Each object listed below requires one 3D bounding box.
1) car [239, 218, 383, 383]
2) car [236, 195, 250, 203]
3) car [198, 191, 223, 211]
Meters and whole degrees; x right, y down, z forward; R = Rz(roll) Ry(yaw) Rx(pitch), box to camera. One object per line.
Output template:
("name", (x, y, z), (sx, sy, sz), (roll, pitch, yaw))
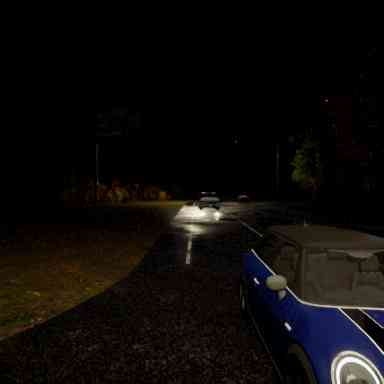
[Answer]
("car", (1.929, 1.338, 4.220), (2.097, 1.767, 4.553), (0, 0, -1))
("car", (9.165, 1.239, 59.847), (2.033, 1.411, 5.357), (0, 0, 1))
("car", (1.904, 1.027, 37.099), (2.150, 2.045, 5.566), (0, 1, 0))
